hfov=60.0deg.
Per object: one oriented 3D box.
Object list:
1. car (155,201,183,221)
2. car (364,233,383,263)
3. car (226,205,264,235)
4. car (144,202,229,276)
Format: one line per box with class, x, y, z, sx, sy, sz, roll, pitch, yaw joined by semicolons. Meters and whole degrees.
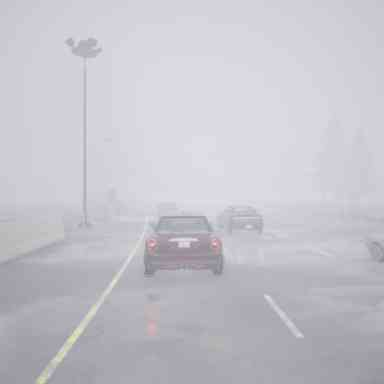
car;-2.113;1.556;28.703;2.033;1.411;5.357;0;0;-9
car;6.806;1.588;9.042;1.895;1.301;4.718;0;0;-3
car;2.579;1.489;18.765;2.128;1.511;4.902;0;0;-5
car;-0.303;1.354;10.540;2.097;1.767;4.553;0;0;-3
